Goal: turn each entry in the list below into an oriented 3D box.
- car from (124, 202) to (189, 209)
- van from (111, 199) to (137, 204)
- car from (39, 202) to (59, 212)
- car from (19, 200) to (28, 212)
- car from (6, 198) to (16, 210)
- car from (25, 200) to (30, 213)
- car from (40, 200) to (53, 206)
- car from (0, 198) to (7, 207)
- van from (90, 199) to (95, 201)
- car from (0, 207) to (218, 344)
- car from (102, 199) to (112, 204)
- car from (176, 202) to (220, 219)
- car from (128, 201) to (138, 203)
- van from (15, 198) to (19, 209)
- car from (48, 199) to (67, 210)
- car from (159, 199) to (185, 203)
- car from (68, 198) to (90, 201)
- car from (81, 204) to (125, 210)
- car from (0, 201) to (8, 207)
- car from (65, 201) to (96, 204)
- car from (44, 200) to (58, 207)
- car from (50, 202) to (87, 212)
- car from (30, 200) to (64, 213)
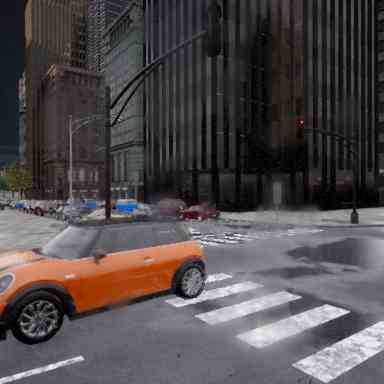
[{"bbox_3d":[-2.690,1.764,23.922,2.128,1.511,4.902,0,-1,-35],"label":"car"},{"bbox_3d":[-8.249,1.831,41.892,1.690,1.788,3.998,-1,0,-35],"label":"van"},{"bbox_3d":[-22.127,2.330,51.477,1.994,1.385,4.181,0,-1,-35],"label":"car"},{"bbox_3d":[-23.355,2.156,48.413,1.967,1.590,4.097,-1,0,-35],"label":"car"},{"bbox_3d":[-31.943,2.353,60.511,1.967,1.590,4.097,-1,0,-35],"label":"car"},{"bbox_3d":[-20.525,2.195,44.430,1.887,1.381,4.507,-1,0,-35],"label":"car"},{"bbox_3d":[-34.732,2.659,79.173,1.947,1.339,4.313,-1,0,-35],"label":"car"},{"bbox_3d":[-41.279,2.666,73.667,1.887,1.381,4.507,-1,0,-35],"label":"car"},{"bbox_3d":[-17.068,2.036,54.346,1.690,1.788,3.998,-1,0,-35],"label":"van"},{"bbox_3d":[-1.876,1.351,6.596,4.553,1.767,2.097,0,0,-42],"label":"car"},{"bbox_3d":[-11.189,1.874,46.043,2.192,1.841,5.009,-1,0,-35],"label":"car"},{"bbox_3d":[0.576,1.828,29.437,1.887,1.381,4.507,-1,0,-35],"label":"car"},{"bbox_3d":[-5.303,2.003,37.740,1.802,1.307,4.206,-1,0,-35],"label":"car"},{"bbox_3d":[-26.185,2.122,52.398,1.690,1.788,3.998,-1,0,-35],"label":"van"},{"bbox_3d":[-24.062,2.169,59.563,2.097,1.767,4.553,0,-1,-35],"label":"car"},{"bbox_3d":[-2.369,1.667,33.589,2.192,1.841,5.009,-1,0,-35],"label":"car"},{"bbox_3d":[-17.904,1.897,50.879,2.150,2.045,5.566,0,-1,-35],"label":"car"},{"bbox_3d":[-6.286,1.843,24.371,1.752,1.417,4.829,-1,0,-35],"label":"car"},{"bbox_3d":[-44.391,2.770,78.051,1.802,1.307,4.206,-1,0,-35],"label":"car"},{"bbox_3d":[-13.072,2.064,38.553,2.033,1.411,5.357,0,-1,-36],"label":"car"},{"bbox_3d":[-31.720,2.594,74.930,1.947,1.339,4.313,-1,0,-35],"label":"car"},{"bbox_3d":[-12.040,2.003,32.477,2.008,1.369,4.403,-1,0,-35],"label":"car"},{"bbox_3d":[-17.702,1.900,40.446,2.192,1.841,5.009,-1,0,-35],"label":"car"}]
